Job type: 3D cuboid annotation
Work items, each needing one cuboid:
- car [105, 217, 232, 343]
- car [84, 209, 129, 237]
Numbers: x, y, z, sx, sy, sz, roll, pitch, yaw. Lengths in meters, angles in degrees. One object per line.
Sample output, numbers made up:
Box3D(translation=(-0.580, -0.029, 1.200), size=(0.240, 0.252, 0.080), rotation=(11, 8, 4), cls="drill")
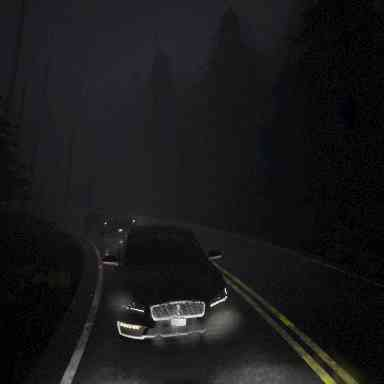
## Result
Box3D(translation=(-0.649, 1.495, 6.829), size=(1.837, 1.490, 4.892), rotation=(-1, 0, -11), cls="car")
Box3D(translation=(-4.646, 1.613, 18.562), size=(1.895, 1.301, 4.718), rotation=(-3, 1, -29), cls="car")
